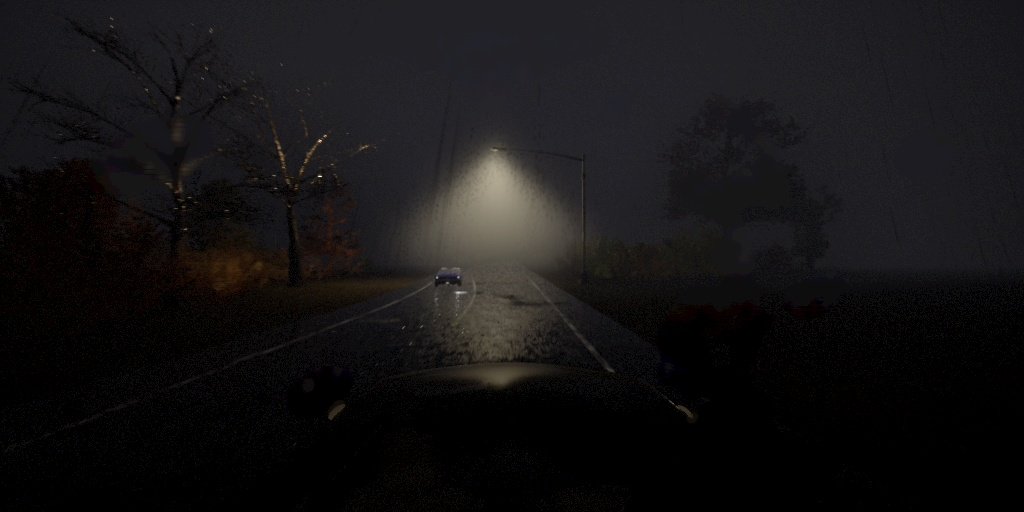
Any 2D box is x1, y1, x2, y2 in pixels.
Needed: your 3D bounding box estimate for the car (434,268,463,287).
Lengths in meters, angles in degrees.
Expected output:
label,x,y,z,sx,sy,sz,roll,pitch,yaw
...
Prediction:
label,x,y,z,sx,sy,sz,roll,pitch,yaw
car,-4.617,1.543,26.577,1.895,1.301,4.718,0,0,-6
